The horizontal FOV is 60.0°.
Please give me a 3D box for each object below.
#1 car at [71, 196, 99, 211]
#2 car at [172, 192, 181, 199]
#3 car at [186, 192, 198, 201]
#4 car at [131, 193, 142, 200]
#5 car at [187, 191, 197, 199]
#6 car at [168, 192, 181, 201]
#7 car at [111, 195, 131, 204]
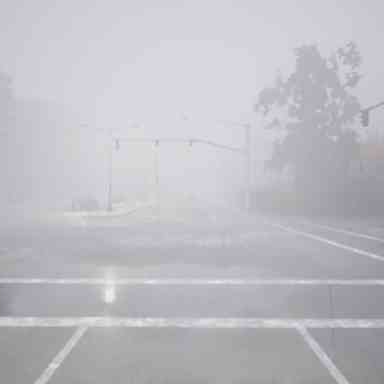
[{"bbox_3d":[-11.585,1.206,36.164,2.128,1.511,4.902,0,0,0],"label":"car"},{"bbox_3d":[-3.491,0.850,75.553,1.882,1.535,5.008,0,0,0],"label":"car"},{"bbox_3d":[0.008,0.990,65.136,1.837,1.490,4.892,0,0,0],"label":"car"},{"bbox_3d":[-11.492,0.895,67.891,1.837,1.490,4.892,0,0,0],"label":"car"},{"bbox_3d":[0.009,0.727,75.521,2.097,1.767,4.553,0,0,0],"label":"car"},{"bbox_3d":[-3.492,1.008,65.554,1.812,1.442,4.674,0,0,0],"label":"car"},{"bbox_3d":[-11.552,1.148,52.762,1.994,1.385,4.181,0,0,0],"label":"car"}]
